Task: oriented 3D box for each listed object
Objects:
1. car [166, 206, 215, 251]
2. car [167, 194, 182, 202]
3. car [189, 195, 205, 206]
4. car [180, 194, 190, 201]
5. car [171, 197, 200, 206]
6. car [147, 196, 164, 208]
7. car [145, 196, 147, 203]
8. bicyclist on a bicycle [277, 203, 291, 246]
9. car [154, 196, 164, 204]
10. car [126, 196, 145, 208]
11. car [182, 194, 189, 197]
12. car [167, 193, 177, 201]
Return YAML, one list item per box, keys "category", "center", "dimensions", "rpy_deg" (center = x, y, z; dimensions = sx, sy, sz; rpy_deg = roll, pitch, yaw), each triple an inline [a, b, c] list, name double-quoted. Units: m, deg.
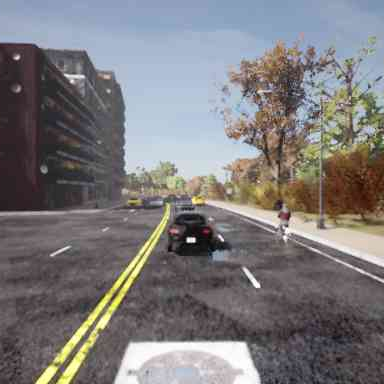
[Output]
- category: "car"
  center: [-0.085, 1.523, 13.971]
  dimensions: [1.812, 1.442, 4.674]
  rpy_deg: [0, 0, -1]
- category: "car"
  center: [-3.871, 1.488, 71.987]
  dimensions: [2.128, 1.511, 4.902]
  rpy_deg: [0, 0, -6]
- category: "car"
  center: [0.999, 1.453, 55.741]
  dimensions: [1.882, 1.535, 5.008]
  rpy_deg: [0, 0, -5]
- category: "car"
  center: [-1.798, 1.306, 82.535]
  dimensions: [2.097, 1.767, 4.553]
  rpy_deg: [0, 0, -7]
- category: "car"
  center: [-0.715, 1.484, 32.013]
  dimensions: [2.128, 1.511, 4.902]
  rpy_deg: [0, 0, -3]
- category: "car"
  center: [-5.098, 1.589, 47.968]
  dimensions: [1.895, 1.301, 4.718]
  rpy_deg: [0, 0, -4]
- category: "car"
  center: [-9.716, 1.480, 65.063]
  dimensions: [2.128, 1.511, 4.902]
  rpy_deg: [0, 0, -5]
- category: "bicyclist on a bicycle"
  center: [3.951, 1.366, 14.433]
  dimensions: [0.659, 1.776, 1.843]
  rpy_deg: [0, 0, -1]
- category: "car"
  center: [-6.397, 1.479, 64.394]
  dimensions: [1.837, 1.490, 4.892]
  rpy_deg: [0, 0, -5]
- category: "car"
  center: [-8.394, 1.469, 48.504]
  dimensions: [1.882, 1.535, 5.008]
  rpy_deg: [0, 0, -4]
- category: "car"
  center: [-0.620, 1.486, 72.153]
  dimensions: [2.128, 1.511, 4.902]
  rpy_deg: [0, 0, -6]
- category: "car"
  center: [-5.038, 1.247, 82.271]
  dimensions: [2.097, 1.767, 4.553]
  rpy_deg: [0, 0, -7]
